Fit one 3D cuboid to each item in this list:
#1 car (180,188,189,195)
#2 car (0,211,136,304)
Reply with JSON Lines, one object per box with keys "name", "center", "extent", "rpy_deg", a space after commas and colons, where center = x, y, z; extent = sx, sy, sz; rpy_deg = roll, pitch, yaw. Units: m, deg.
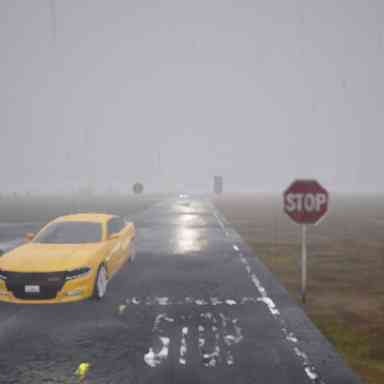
{"name": "car", "center": [-1.693, -0.131, 72.254], "extent": [2.128, 1.511, 4.902], "rpy_deg": [0, 1, 1]}
{"name": "car", "center": [-2.632, 1.291, 8.048], "extent": [1.882, 1.535, 5.008], "rpy_deg": [0, 1, 1]}
